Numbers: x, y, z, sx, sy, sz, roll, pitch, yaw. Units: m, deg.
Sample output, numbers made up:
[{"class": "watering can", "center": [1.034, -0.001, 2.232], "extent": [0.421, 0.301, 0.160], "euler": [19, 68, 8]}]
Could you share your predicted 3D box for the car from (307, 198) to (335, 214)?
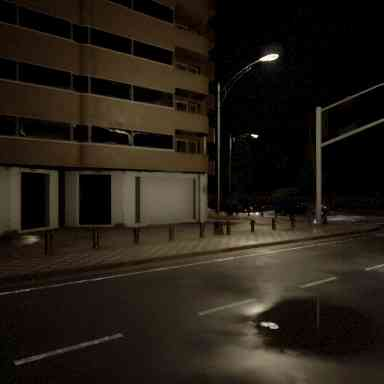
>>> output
[{"class": "car", "center": [12.139, 1.407, 33.799], "extent": [2.097, 1.767, 4.553], "euler": [0, 0, -36]}]

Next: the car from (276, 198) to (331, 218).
[{"class": "car", "center": [9.961, 1.581, 30.865], "extent": [1.812, 1.442, 4.674], "euler": [0, 0, -37]}]

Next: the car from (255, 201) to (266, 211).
[{"class": "car", "center": [6.889, 1.560, 41.069], "extent": [1.837, 1.490, 4.892], "euler": [0, 0, -36]}]

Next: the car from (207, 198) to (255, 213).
[{"class": "car", "center": [4.332, 1.603, 38.630], "extent": [2.033, 1.411, 5.357], "euler": [0, 0, -36]}]

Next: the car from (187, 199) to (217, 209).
[{"class": "car", "center": [1.411, 1.656, 48.666], "extent": [1.895, 1.301, 4.718], "euler": [0, 0, -36]}]
